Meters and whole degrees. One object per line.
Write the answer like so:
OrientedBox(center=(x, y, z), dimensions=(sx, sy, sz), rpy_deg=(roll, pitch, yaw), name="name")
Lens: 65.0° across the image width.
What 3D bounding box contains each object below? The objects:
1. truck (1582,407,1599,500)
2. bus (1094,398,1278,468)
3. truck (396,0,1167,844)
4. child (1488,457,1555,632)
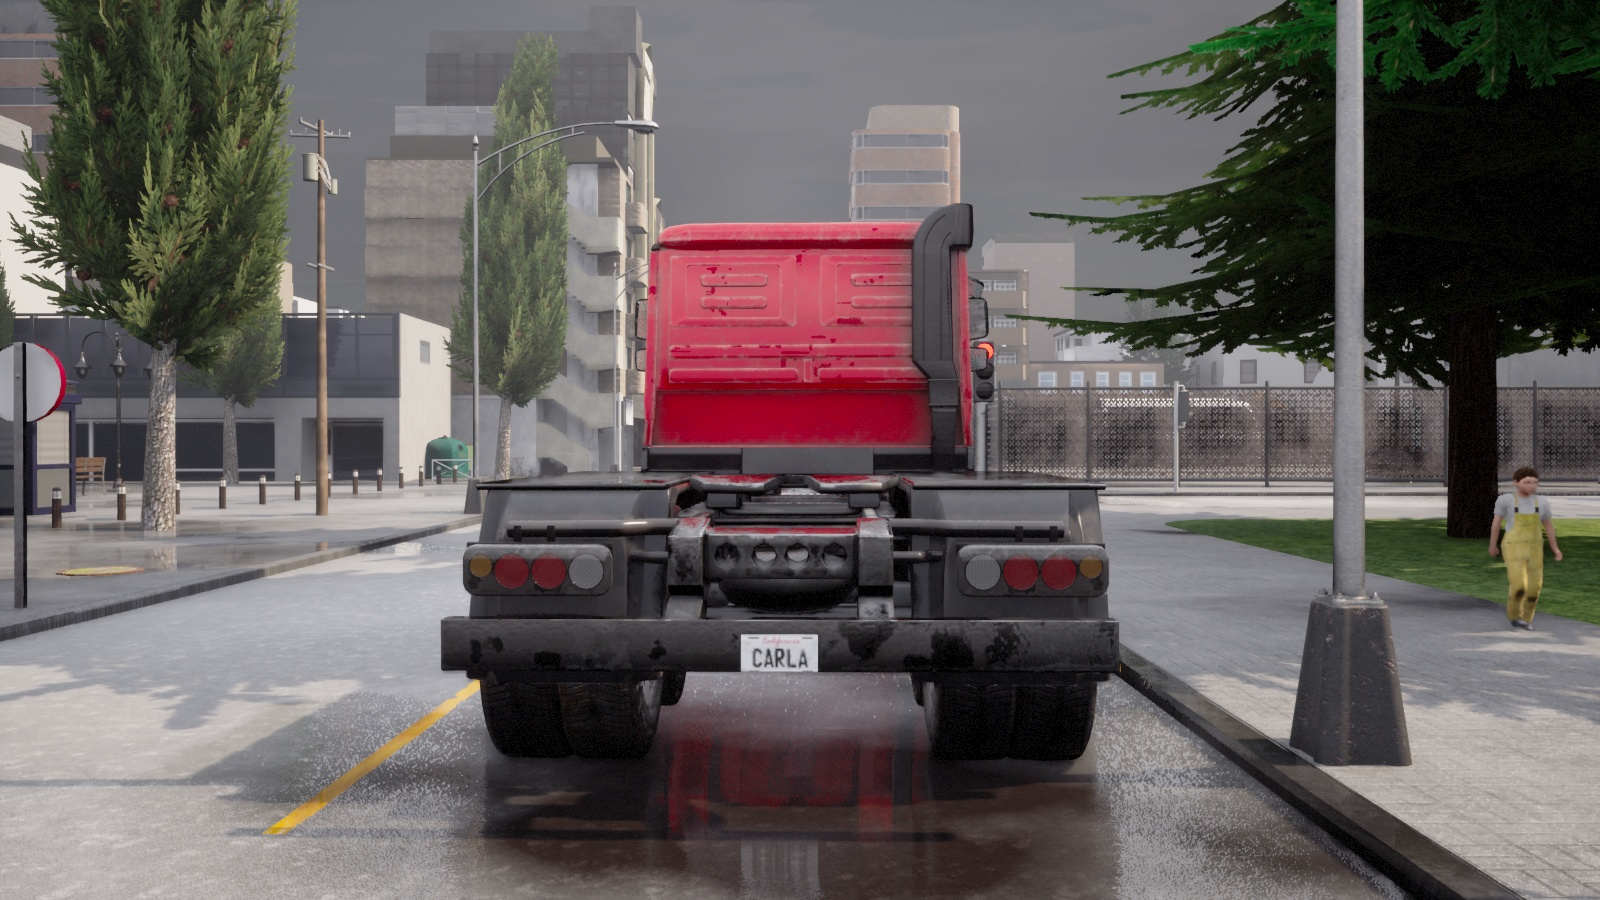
OrientedBox(center=(23.907, 0.093, 32.876), dimensions=(5.204, 2.467, 2.627), rpy_deg=(0, 0, 0), name="truck")
OrientedBox(center=(23.857, -1.052, 78.208), dimensions=(10.273, 4.253, 3.944), rpy_deg=(0, 0, 2), name="bus")
OrientedBox(center=(0.020, -0.284, 8.679), dimensions=(2.891, 3.462, 7.936), rpy_deg=(0, 0, 1), name="truck")
OrientedBox(center=(5.354, 0.688, 9.327), dimensions=(0.270, 1.263, 0.437), rpy_deg=(0, 0, 5), name="child")
